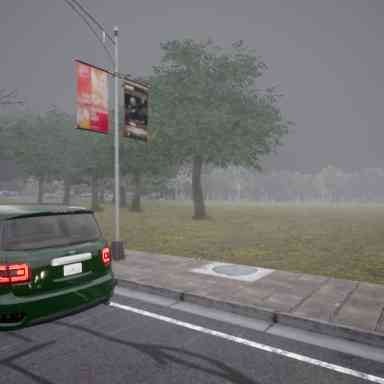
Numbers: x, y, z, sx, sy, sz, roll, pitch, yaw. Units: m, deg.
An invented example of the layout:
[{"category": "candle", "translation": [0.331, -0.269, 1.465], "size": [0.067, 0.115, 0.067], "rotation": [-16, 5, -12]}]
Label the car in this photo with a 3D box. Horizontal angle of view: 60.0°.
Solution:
[{"category": "car", "translation": [-3.918, 1.235, 6.436], "size": [5.566, 2.045, 2.150], "rotation": [0, 0, 36]}]
